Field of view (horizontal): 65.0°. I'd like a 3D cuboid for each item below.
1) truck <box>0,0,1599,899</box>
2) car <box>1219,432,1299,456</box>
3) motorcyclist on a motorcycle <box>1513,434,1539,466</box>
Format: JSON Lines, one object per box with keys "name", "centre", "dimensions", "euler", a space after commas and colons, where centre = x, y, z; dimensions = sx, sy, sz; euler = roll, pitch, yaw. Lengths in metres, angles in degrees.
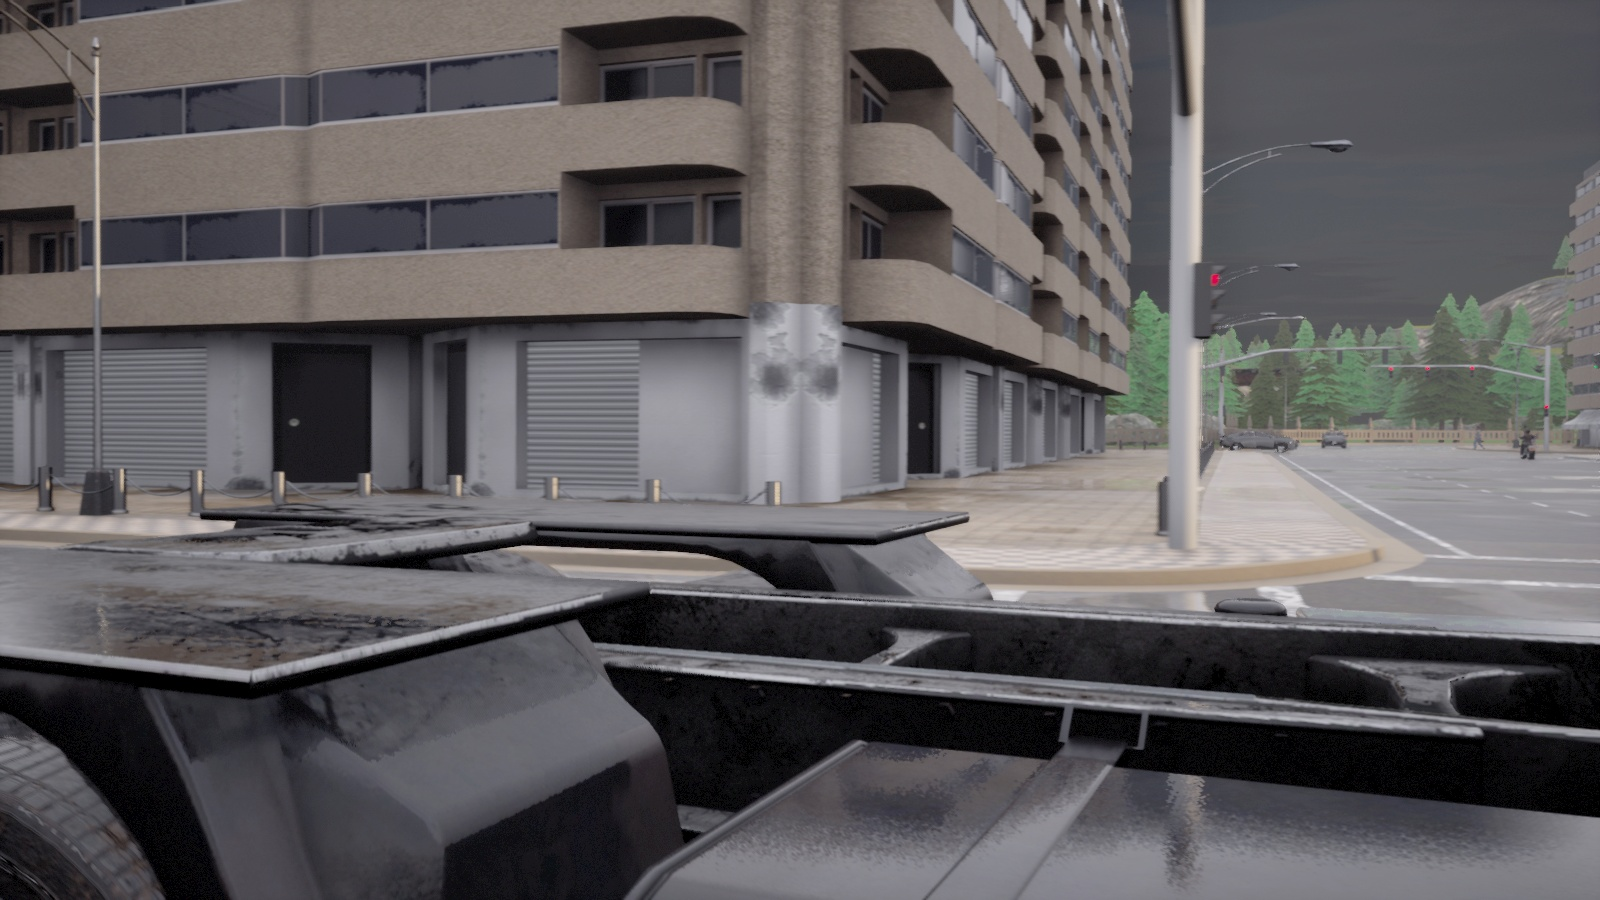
{"name": "truck", "centre": [0.838, -0.185, 2.216], "dimensions": [7.936, 3.462, 2.891], "euler": [1, 1, 24]}
{"name": "car", "centre": [30.316, -0.387, 83.058], "dimensions": [4.902, 1.511, 2.128], "euler": [1, 1, 19]}
{"name": "motorcyclist on a motorcycle", "centre": [38.886, -0.021, 67.305], "dimensions": [0.766, 1.649, 2.350], "euler": [1, 1, 19]}
